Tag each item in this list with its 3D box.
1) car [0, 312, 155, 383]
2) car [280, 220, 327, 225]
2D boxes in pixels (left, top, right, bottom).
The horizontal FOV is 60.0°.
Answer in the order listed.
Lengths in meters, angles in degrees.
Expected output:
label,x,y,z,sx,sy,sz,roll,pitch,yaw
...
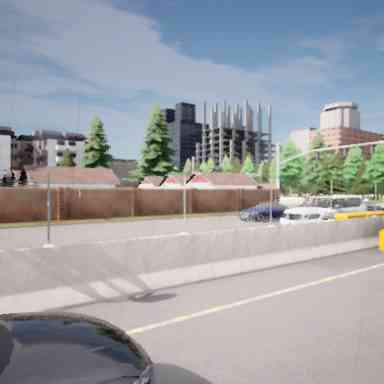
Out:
label,x,y,z,sx,sy,sz,roll,pitch,yaw
car,-2.525,1.490,1.941,4.902,1.511,2.128,0,0,-36
car,7.138,1.180,17.647,5.566,2.045,2.150,0,0,-35
